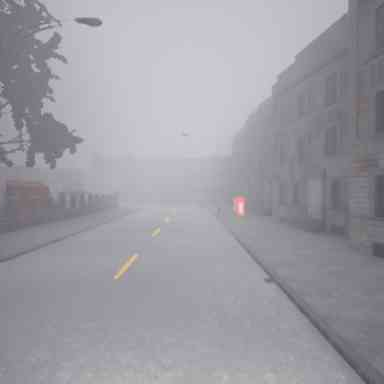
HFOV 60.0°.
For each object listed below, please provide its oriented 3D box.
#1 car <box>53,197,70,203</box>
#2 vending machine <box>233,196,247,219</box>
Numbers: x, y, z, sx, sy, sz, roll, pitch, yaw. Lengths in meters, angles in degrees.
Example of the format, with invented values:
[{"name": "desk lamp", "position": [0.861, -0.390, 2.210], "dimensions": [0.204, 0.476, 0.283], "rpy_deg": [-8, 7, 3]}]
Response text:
[{"name": "car", "position": [-19.627, 1.419, 49.179], "dimensions": [4.902, 1.511, 2.128], "rpy_deg": [0, 0, 1]}, {"name": "vending machine", "position": [4.293, 1.371, 29.882], "dimensions": [1.100, 2.100, 0.880], "rpy_deg": [0, 0, 0]}]
